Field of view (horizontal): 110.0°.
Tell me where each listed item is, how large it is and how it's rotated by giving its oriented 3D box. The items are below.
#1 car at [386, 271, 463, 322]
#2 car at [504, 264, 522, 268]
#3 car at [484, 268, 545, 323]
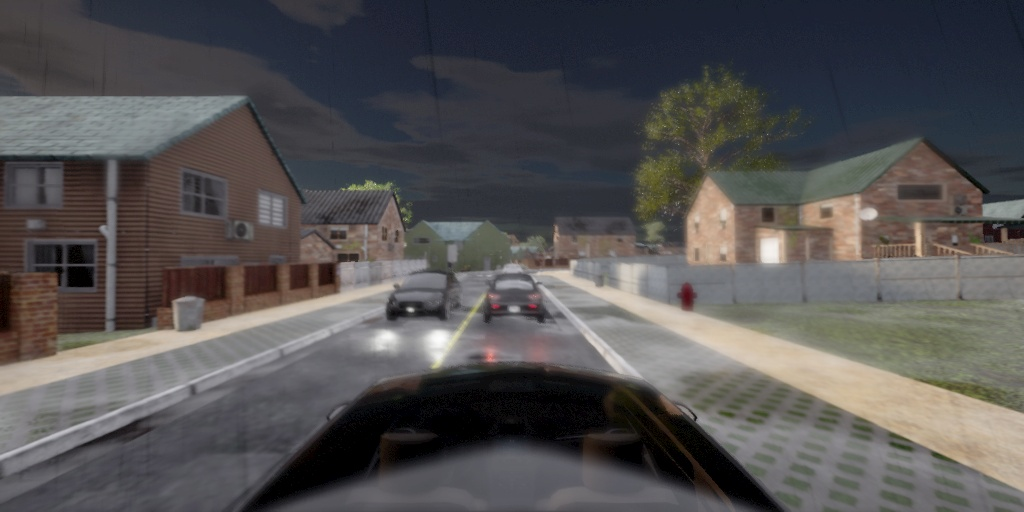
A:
[{"bbox_3d":[-2.857,1.291,12.594,1.837,1.490,4.892,0,0,0],"label":"car"},{"bbox_3d":[0.076,1.375,28.428,1.812,1.442,4.674,0,0,0],"label":"car"},{"bbox_3d":[0.081,1.311,12.227,1.812,1.442,4.674,0,0,0],"label":"car"}]
